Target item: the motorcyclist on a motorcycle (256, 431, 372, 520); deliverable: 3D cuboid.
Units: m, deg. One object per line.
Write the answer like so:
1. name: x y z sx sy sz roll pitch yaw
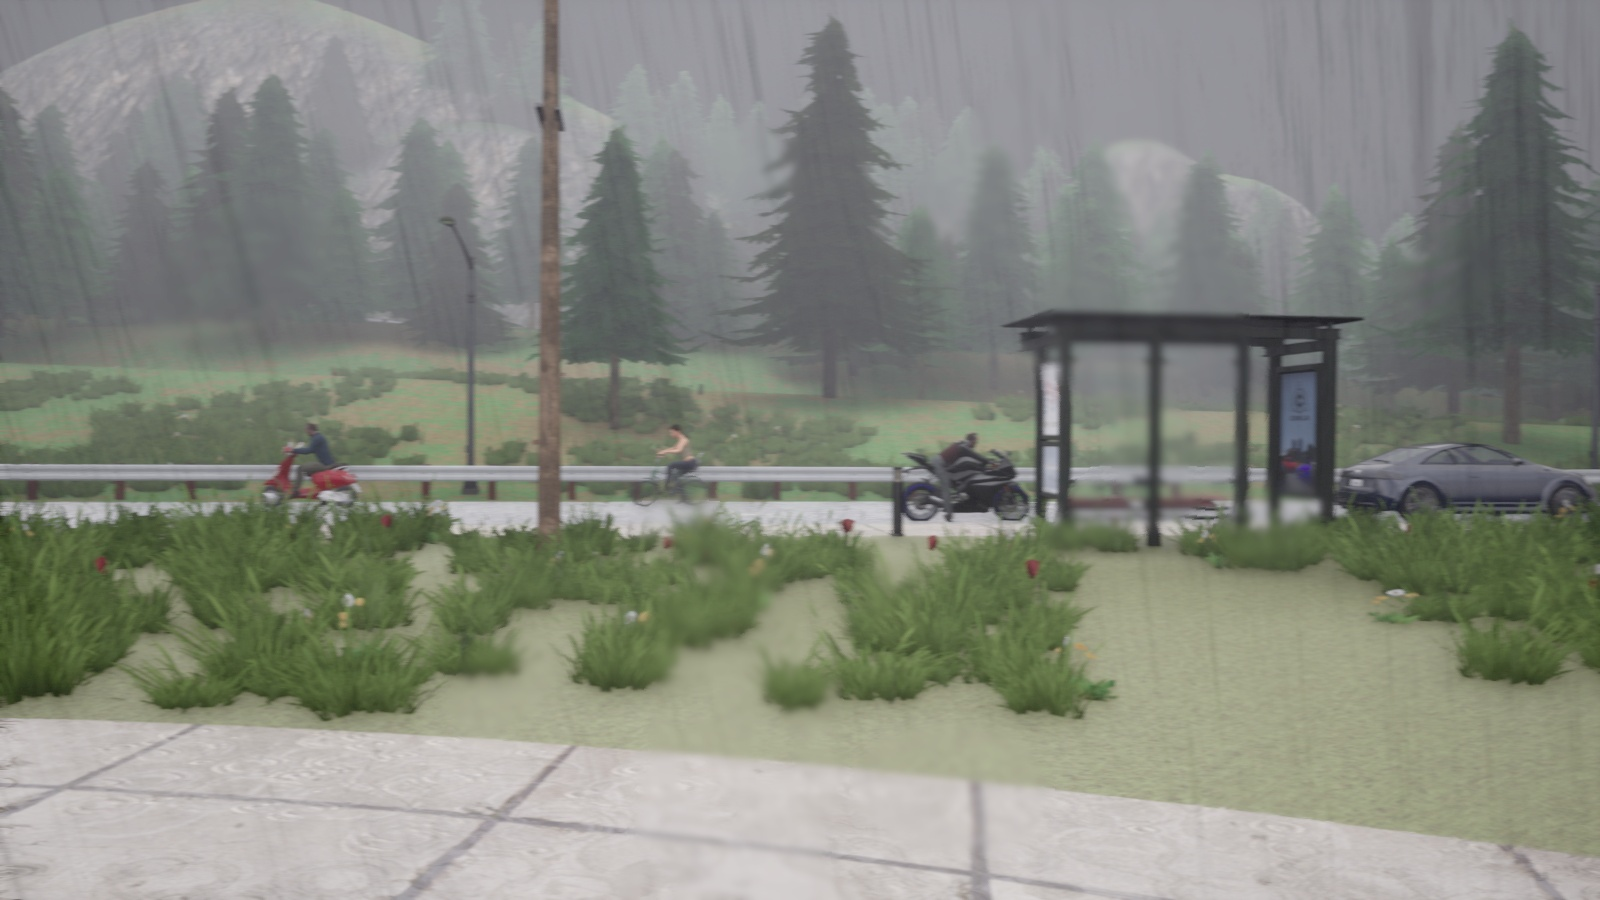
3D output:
1. motorcyclist on a motorcycle: -8.932 0.451 23.153 1.817 1.590 0.866 -1 1 -7

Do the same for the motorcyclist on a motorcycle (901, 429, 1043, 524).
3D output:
1. motorcyclist on a motorcycle: 2.870 0.429 21.083 2.191 1.530 0.866 -1 1 -7

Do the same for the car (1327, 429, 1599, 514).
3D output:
1. car: 11.819 0.341 22.186 4.181 1.385 1.994 -1 1 -7

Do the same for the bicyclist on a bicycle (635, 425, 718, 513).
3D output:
1. bicyclist on a bicycle: -2.361 0.348 23.958 1.509 1.612 0.866 -1 1 -7
